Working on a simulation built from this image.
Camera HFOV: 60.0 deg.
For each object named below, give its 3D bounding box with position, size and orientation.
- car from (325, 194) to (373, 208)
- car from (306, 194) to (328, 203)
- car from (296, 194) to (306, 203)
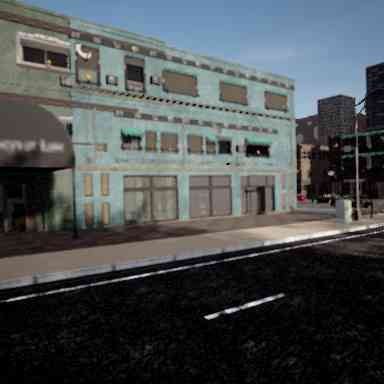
[{"bbox_3d":[17.483,1.123,36.629,1.947,1.339,4.313,-3,1,-36],"label":"car"},{"bbox_3d":[19.552,0.953,48.358,2.008,1.369,4.403,-3,1,-36],"label":"car"},{"bbox_3d":[16.337,1.048,52.864,1.802,1.307,4.206,-3,1,-36],"label":"car"}]
